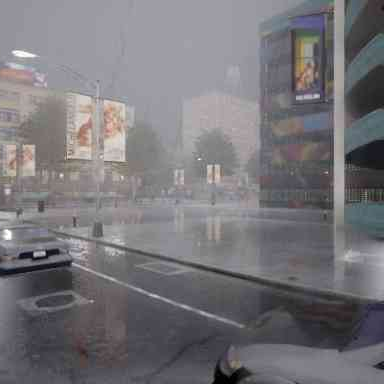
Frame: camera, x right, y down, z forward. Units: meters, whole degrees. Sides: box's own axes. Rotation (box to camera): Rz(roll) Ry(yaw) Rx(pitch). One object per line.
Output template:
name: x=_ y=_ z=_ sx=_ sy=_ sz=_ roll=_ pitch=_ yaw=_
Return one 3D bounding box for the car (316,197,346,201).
car: x=17.417 y=1.320 z=42.547 sx=4.674 sy=1.452 sz=2.002 roll=0 pitch=0 yaw=-42

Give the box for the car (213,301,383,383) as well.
car: x=2.243 y=1.564 z=2.625 sx=4.181 sy=1.385 sz=1.994 roll=0 pitch=0 yaw=35

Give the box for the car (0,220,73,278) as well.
car: x=-5.418 y=1.548 z=9.881 sx=2.033 sy=1.411 sz=5.357 roll=0 pitch=0 yaw=-43
